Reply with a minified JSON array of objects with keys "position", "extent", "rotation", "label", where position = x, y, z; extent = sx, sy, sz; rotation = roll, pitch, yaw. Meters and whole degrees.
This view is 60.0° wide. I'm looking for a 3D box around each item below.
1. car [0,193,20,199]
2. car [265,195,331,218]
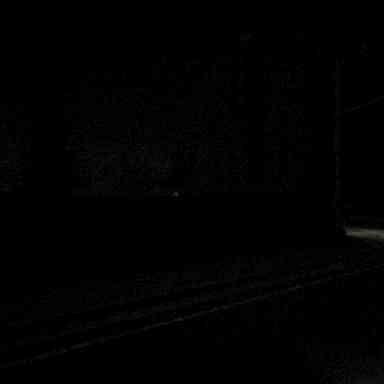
[{"position":[-28.867,1.230,53.828],"extent":[5.566,2.045,2.150],"rotation":[0,0,-37],"label":"car"},{"position":[6.505,1.207,22.560],"extent":[2.150,2.045,5.566],"rotation":[0,0,-36],"label":"car"}]
